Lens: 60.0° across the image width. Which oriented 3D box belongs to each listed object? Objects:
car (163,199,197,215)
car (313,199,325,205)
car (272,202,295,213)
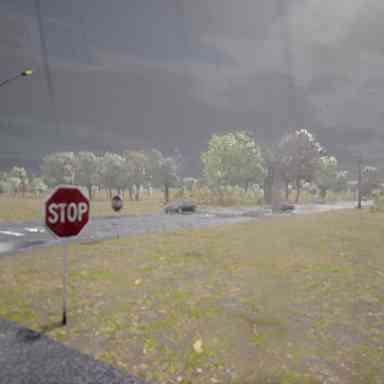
[{"bbox_3d":[-1.313,1.670,39.266,2.097,1.767,4.553,1,-1,36],"label":"car"},{"bbox_3d":[33.344,2.596,87.179,2.033,1.411,5.357,1,0,36],"label":"car"},{"bbox_3d":[13.018,2.112,47.139,2.128,1.511,4.902,1,0,36],"label":"car"}]
